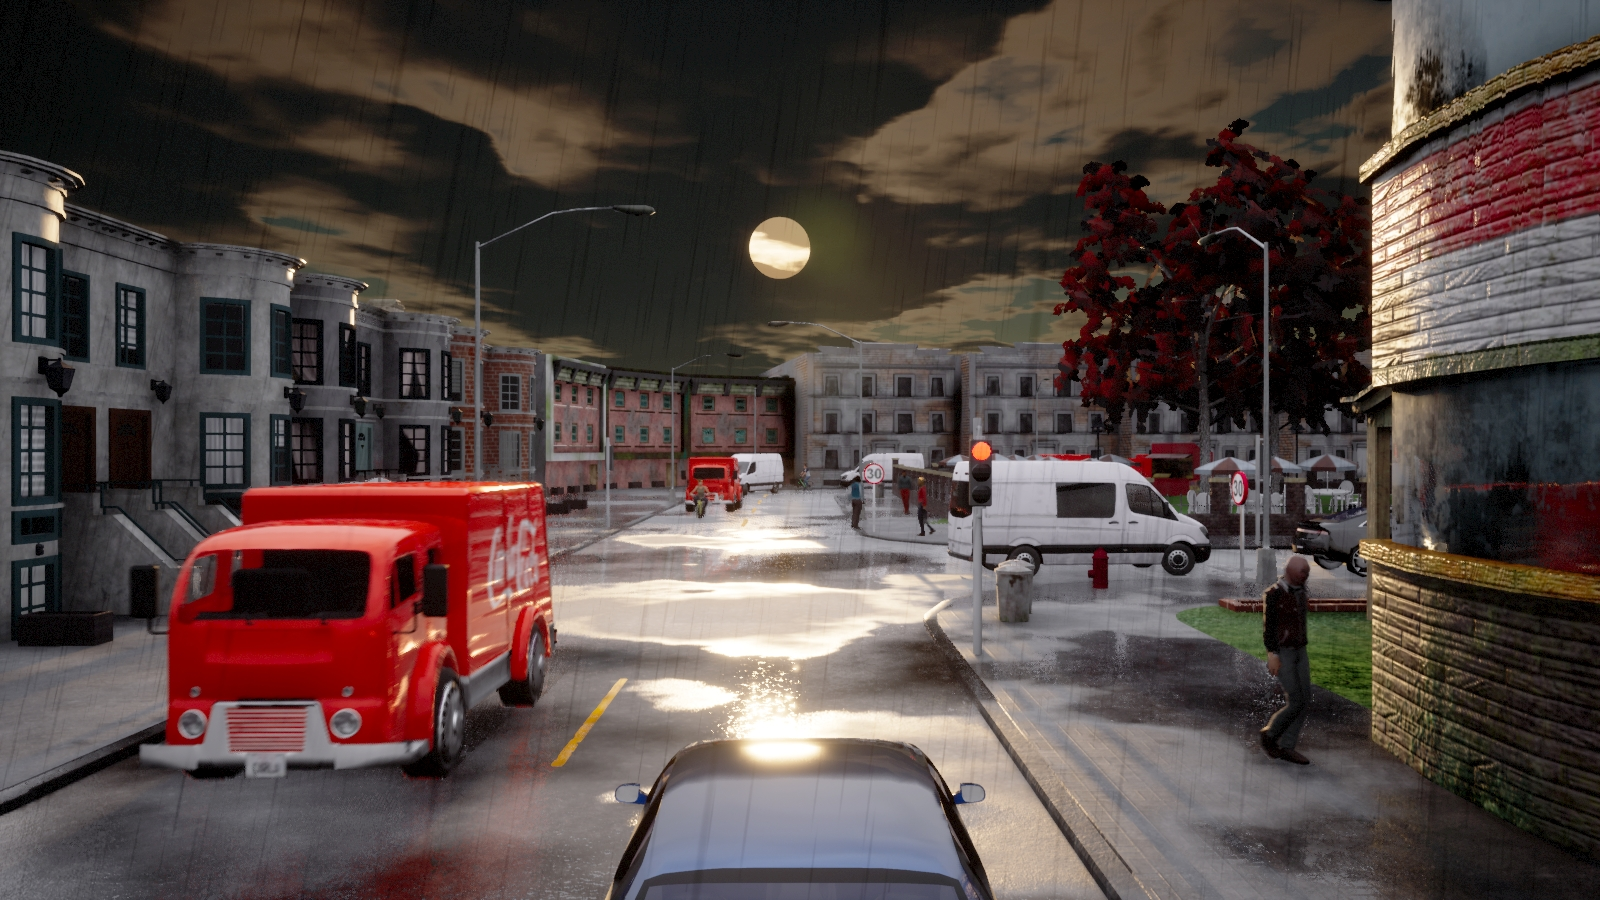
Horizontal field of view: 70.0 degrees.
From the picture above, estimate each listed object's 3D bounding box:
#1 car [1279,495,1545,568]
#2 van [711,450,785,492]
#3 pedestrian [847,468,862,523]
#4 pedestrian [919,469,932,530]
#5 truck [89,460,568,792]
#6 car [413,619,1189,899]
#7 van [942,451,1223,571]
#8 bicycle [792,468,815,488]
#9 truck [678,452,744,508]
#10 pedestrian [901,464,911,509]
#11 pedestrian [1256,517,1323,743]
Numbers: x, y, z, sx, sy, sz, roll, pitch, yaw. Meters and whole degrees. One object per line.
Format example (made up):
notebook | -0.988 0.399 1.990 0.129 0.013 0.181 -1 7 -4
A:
car | 13.778 1.817 25.951 4.902 1.511 2.128 0 0 -1
van | -3.214 1.289 72.299 1.988 2.561 5.915 0 0 28
pedestrian | 1.846 1.544 38.746 0.375 1.860 0.375 0 0 30
pedestrian | 3.837 1.502 34.981 0.375 1.860 0.375 0 0 3
truck | -4.083 1.346 11.223 2.627 2.467 5.204 0 0 -1
car | -0.001 1.884 5.268 2.033 1.411 5.357 0 0 0
van | 6.389 1.304 26.031 5.915 2.561 1.988 0 0 -11
bicycle | 0.259 1.909 77.024 1.643 1.296 0.373 0 0 -36
truck | -4.031 1.332 52.768 2.627 2.467 5.204 0 0 0
pedestrian | 4.365 1.498 47.050 0.375 1.860 0.375 0 0 16
pedestrian | 4.209 1.521 9.825 0.375 1.860 0.375 0 0 -26
